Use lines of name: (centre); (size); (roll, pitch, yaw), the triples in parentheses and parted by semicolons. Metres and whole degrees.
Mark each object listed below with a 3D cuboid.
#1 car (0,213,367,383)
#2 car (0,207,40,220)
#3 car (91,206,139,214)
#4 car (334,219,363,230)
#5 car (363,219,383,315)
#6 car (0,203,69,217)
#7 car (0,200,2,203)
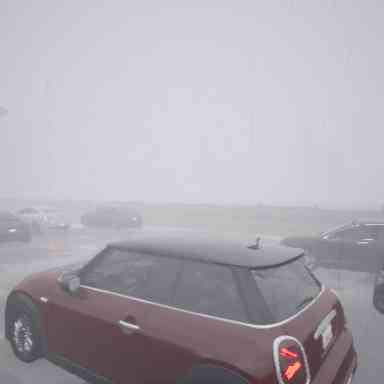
car: (-0.462, 1.349, 4.334); (4.553, 1.767, 2.097); (0, 0, 36)
car: (-8.953, 1.543, 14.766); (4.181, 1.385, 1.994); (0, 0, 36)
car: (-4.951, 1.543, 20.511); (4.181, 1.385, 1.994); (0, 0, 36)
car: (4.871, 1.503, 9.121); (4.892, 1.490, 1.837); (0, 0, 36)
car: (5.536, 1.224, 4.328); (5.566, 2.045, 2.150); (0, 0, 36)
car: (-8.753, 1.503, 18.922); (4.674, 1.442, 1.812); (0, 0, 36)
car: (-20.137, 1.176, 31.451); (5.566, 2.045, 2.150); (0, 0, 36)
